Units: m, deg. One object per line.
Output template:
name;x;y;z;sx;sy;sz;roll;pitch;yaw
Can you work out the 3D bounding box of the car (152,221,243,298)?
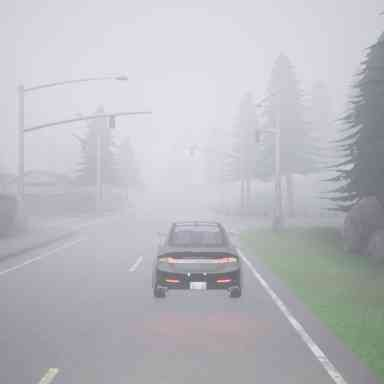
car;0.118;1.491;8.487;2.128;1.511;4.902;0;0;0
